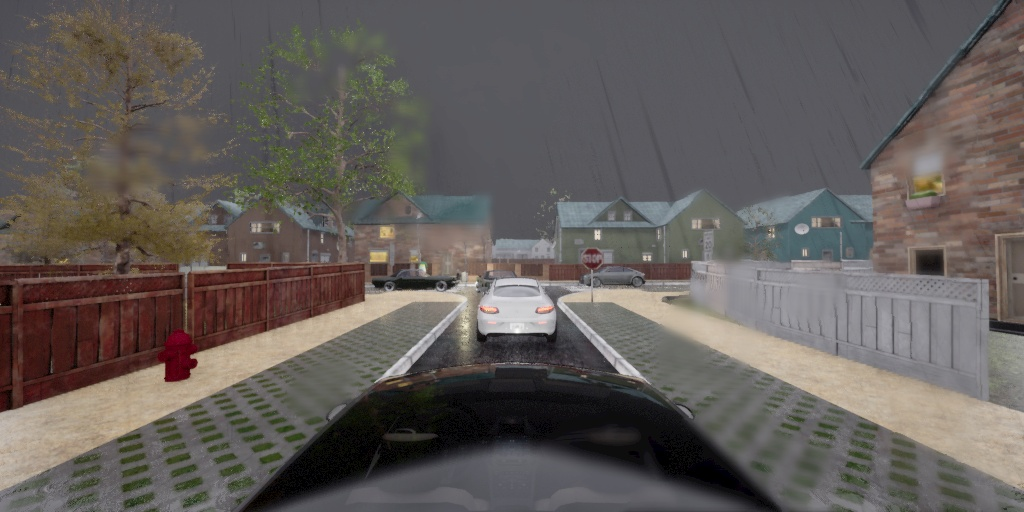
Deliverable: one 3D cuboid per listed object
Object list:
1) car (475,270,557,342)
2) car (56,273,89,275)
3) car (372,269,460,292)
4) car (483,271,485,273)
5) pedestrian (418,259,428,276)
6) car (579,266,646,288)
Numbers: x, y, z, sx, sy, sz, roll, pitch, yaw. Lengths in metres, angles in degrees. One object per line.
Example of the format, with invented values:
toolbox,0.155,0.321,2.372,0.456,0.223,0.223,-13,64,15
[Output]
car,0.108,1.280,9.660,1.812,1.442,4.674,0,0,0
car,-25.595,1.633,21.150,4.718,1.301,1.895,-1,-1,1
car,-5.470,1.417,20.867,4.718,1.301,1.895,-1,-1,1
car,-0.746,1.366,18.479,1.895,1.301,4.718,0,-1,-12
pedestrian,-6.684,1.119,26.753,0.375,1.860,0.375,0,-1,1
car,6.553,1.344,23.650,4.181,1.385,1.994,0,-1,1
